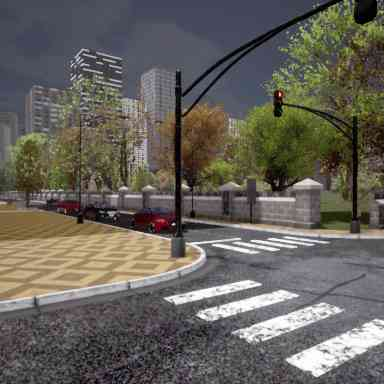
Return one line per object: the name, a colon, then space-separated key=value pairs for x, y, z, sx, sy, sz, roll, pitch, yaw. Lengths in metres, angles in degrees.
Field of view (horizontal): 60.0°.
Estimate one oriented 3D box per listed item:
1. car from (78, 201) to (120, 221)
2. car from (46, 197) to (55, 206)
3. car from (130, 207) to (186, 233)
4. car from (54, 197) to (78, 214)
car: x=-7.683 y=1.562 z=28.160 sx=2.128 sy=1.511 sz=4.902 roll=0 pitch=0 yaw=-34
car: x=-24.116 y=1.672 z=58.056 sx=2.128 sy=1.511 sz=4.902 roll=0 pitch=0 yaw=-34
car: x=-2.103 y=1.606 z=19.939 sx=1.994 sy=1.385 sz=4.181 roll=0 pitch=0 yaw=-34
car: x=-13.308 y=1.577 z=36.459 sx=1.882 sy=1.535 sz=5.008 roll=0 pitch=0 yaw=-34
